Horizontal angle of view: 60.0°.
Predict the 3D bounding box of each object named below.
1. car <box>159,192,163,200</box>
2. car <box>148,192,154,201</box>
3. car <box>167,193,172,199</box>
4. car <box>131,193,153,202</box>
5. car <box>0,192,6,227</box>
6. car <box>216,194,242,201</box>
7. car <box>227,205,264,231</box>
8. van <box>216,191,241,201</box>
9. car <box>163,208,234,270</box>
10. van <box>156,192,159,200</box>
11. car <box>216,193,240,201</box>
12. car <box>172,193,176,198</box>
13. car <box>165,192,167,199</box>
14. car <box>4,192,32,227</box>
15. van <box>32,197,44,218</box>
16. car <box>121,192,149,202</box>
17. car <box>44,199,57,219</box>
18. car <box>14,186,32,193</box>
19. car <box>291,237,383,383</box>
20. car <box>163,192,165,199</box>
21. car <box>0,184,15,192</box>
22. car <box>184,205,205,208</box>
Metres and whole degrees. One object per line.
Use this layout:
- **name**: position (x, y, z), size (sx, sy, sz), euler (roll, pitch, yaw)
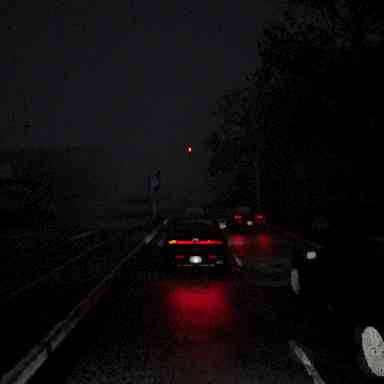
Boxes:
- **car**: position (-10.015, 1.222, 77.160), size (4.892, 1.521, 2.231), euler (-1, 0, -14)
- **car**: position (-10.801, 1.228, 68.196), size (5.366, 1.575, 1.946), euler (-1, 0, -15)
- **car**: position (-8.455, 1.243, 89.139), size (4.674, 1.452, 2.002), euler (-1, 0, -12)
- **car**: position (-10.708, 1.105, 71.148), size (4.553, 1.767, 2.185), euler (-1, 0, -14)
- **car**: position (-13.791, 1.240, 18.348), size (5.566, 2.045, 2.435), euler (-1, 0, -20)
- **car**: position (8.201, 1.169, 73.763), size (5.366, 1.575, 1.946), euler (1, 0, -13)
- **car**: position (3.163, 1.526, 20.429), size (1.812, 1.442, 4.674), euler (0, 0, 0)
- **van**: position (7.282, 0.956, 67.799), size (4.442, 1.987, 1.878), euler (1, 0, -14)
- **car**: position (0.109, 1.502, 11.037), size (1.837, 1.490, 4.892), euler (0, 0, 0)
- **van**: position (-10.242, 0.998, 74.188), size (4.442, 1.987, 1.878), euler (-1, 0, -14)
- **car**: position (7.665, 1.051, 70.769), size (4.553, 1.767, 2.185), euler (1, 0, -14)
- **car**: position (-8.005, 0.946, 92.144), size (5.566, 2.045, 2.435), euler (-1, 0, -12)
- **car**: position (-9.270, 1.252, 83.157), size (4.674, 1.452, 2.002), euler (-1, 0, -13)
- **car**: position (-13.718, 1.241, 21.384), size (5.566, 2.045, 2.435), euler (-1, 0, -20)
- **van**: position (-13.602, 1.267, 24.420), size (4.442, 1.987, 1.878), euler (-1, 0, -19)
- **car**: position (-11.446, 1.275, 65.204), size (4.792, 1.488, 2.163), euler (-1, 0, -15)
- **car**: position (-13.627, 1.369, 27.398), size (4.553, 1.767, 2.185), euler (-1, 0, -19)
- **car**: position (-28.166, 0.066, 56.070), size (2.002, 1.452, 4.674), euler (6, -3, -19)
- **car**: position (3.102, 1.474, 5.381), size (1.882, 1.535, 5.008), euler (0, 0, 0)
- **car**: position (-9.642, 1.256, 80.155), size (4.674, 1.452, 2.002), euler (-1, 0, -13)
- **car**: position (-31.161, -0.497, 56.130), size (2.435, 2.045, 5.566), euler (6, -3, -19)
- **car**: position (0.145, 1.526, 20.161), size (1.812, 1.442, 4.674), euler (0, 0, 1)
